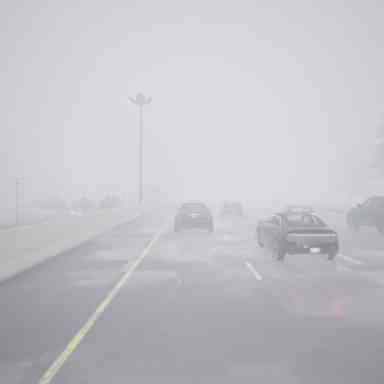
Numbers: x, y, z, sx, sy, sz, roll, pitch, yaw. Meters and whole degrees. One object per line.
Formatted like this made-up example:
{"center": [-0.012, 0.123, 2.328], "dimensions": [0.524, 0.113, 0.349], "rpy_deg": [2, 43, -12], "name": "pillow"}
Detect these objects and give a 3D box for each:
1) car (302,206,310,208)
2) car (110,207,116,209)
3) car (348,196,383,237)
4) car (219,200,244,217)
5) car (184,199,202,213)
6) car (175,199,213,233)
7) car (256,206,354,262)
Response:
{"center": [7.101, 1.597, 22.898], "dimensions": [1.895, 1.301, 4.718], "rpy_deg": [0, 0, 0], "name": "car"}
{"center": [-10.577, 1.345, 43.499], "dimensions": [2.097, 1.767, 4.553], "rpy_deg": [0, 0, 0], "name": "car"}
{"center": [10.603, 1.218, 18.118], "dimensions": [2.150, 2.045, 5.566], "rpy_deg": [0, 0, 0], "name": "car"}
{"center": [3.604, 1.486, 30.903], "dimensions": [2.128, 1.511, 4.902], "rpy_deg": [0, 0, 0], "name": "car"}
{"center": [0.105, 1.541, 38.766], "dimensions": [2.033, 1.411, 5.357], "rpy_deg": [0, 0, 0], "name": "car"}
{"center": [0.103, 1.349, 19.909], "dimensions": [2.097, 1.767, 4.553], "rpy_deg": [0, 0, 0], "name": "car"}
{"center": [3.602, 1.489, 12.162], "dimensions": [2.128, 1.511, 4.902], "rpy_deg": [0, 0, 0], "name": "car"}
